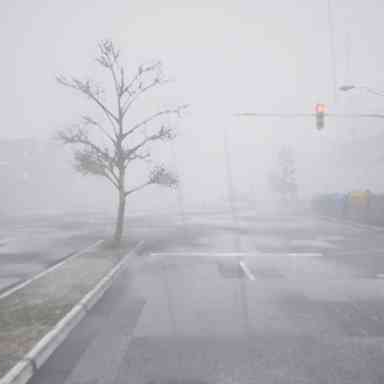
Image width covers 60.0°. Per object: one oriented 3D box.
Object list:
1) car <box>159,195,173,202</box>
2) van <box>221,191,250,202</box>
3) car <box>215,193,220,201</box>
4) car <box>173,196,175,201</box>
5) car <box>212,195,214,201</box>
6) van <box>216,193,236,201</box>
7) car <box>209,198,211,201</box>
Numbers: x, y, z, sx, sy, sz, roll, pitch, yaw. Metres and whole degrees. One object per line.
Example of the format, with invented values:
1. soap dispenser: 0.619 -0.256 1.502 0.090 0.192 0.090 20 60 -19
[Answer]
1. car: -5.591 1.252 66.701 2.128 1.511 4.902 0 0 0
2. van: 8.219 0.890 60.548 4.442 1.987 1.878 1 -1 -20
3. car: 8.189 1.275 69.454 5.366 1.575 1.946 1 -1 -20
4. car: -5.506 1.702 90.517 1.812 1.442 4.674 0 -1 0
5. car: 8.598 1.555 84.476 5.366 1.575 1.946 1 -1 -20
6. van: 8.308 1.272 81.392 4.442 1.987 1.878 1 -1 -20
7. car: 8.490 1.477 93.359 5.566 2.045 2.435 1 -2 -20
